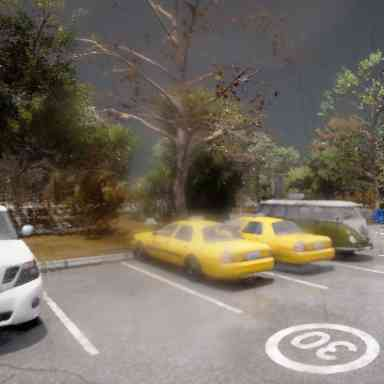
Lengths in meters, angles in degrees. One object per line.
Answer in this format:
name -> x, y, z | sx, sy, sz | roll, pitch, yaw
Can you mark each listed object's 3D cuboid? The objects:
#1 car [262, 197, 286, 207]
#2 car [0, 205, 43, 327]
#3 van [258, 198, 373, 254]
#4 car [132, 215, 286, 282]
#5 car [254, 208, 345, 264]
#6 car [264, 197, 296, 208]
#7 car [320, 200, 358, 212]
car -> 14.938, 1.824, 60.975 | 1.812, 1.442, 4.674 | -1, 2, -26
car -> -4.572, 1.227, 6.527 | 2.435, 2.045, 5.566 | 0, 0, -36
van -> 4.592, 1.323, 12.921 | 1.878, 1.987, 4.442 | 1, 0, -35
car -> -0.033, 1.498, 10.009 | 1.946, 1.575, 5.366 | 0, 0, -35
car -> 2.137, 1.518, 11.549 | 1.946, 1.575, 5.366 | 1, 0, -35
car -> 14.572, 1.685, 55.283 | 2.128, 1.511, 4.902 | -1, 2, -35
car -> 22.053, 2.009, 50.074 | 1.837, 1.490, 4.892 | -1, 1, -35
